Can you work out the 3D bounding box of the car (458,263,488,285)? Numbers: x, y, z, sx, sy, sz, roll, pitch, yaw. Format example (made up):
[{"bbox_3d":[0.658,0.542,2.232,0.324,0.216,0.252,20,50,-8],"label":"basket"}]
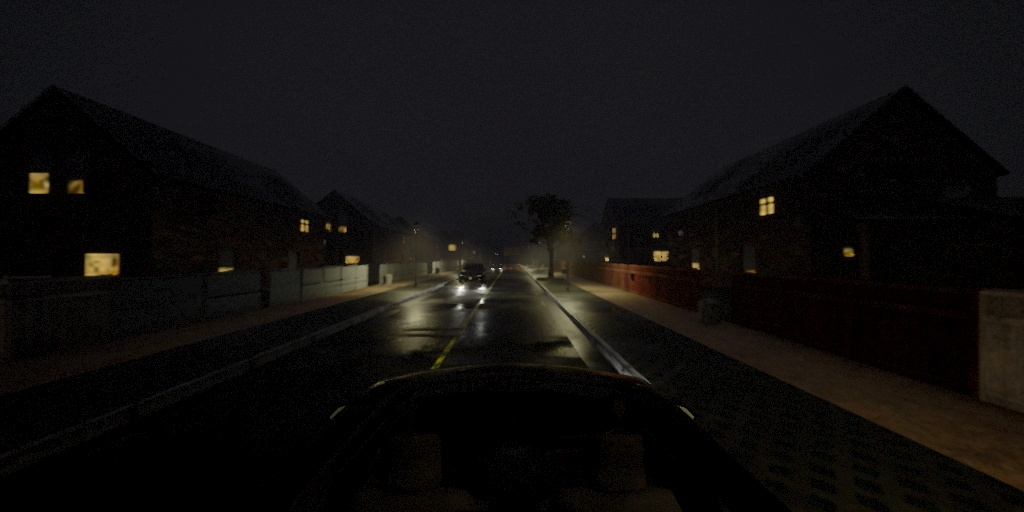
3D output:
[{"bbox_3d":[-2.851,1.304,26.986,1.837,1.490,4.892,0,-1,0],"label":"car"}]

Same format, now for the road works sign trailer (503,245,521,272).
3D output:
[{"bbox_3d":[-0.010,0.364,48.112,2.380,3.560,2.880,0,0,0],"label":"road works sign trailer"}]
